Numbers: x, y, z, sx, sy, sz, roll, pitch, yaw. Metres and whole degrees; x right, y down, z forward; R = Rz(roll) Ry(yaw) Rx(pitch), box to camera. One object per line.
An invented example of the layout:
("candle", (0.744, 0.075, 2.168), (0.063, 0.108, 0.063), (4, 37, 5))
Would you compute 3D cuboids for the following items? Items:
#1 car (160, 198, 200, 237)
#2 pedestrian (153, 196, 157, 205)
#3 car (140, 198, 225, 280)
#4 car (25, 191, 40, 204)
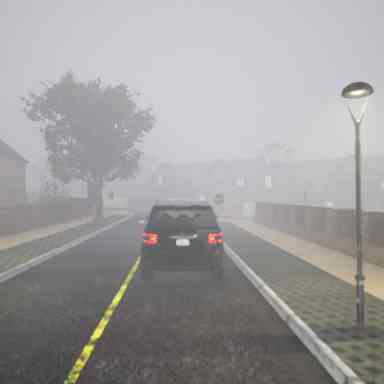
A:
("car", (-0.768, 1.401, 20.630), (2.150, 2.045, 5.566), (0, 0, -2))
("pedestrian", (-5.137, 1.463, 45.971), (0.375, 1.860, 0.375), (-1, -5, 29))
("car", (-0.318, 1.312, 10.395), (2.150, 2.045, 5.566), (0, -1, -2))
("car", (-23.524, 0.843, 49.652), (5.566, 2.045, 2.150), (2, -1, 29))
